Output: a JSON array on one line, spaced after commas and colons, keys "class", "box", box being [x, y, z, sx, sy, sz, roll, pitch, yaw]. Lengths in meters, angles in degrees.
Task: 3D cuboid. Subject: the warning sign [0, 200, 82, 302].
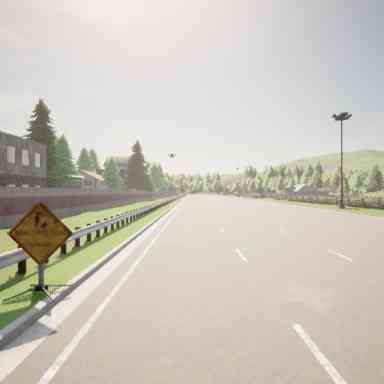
[{"class": "warning sign", "box": [-3.050, 1.112, 6.729, 1.300, 1.860, 1.060, 0, 0, 0]}]
